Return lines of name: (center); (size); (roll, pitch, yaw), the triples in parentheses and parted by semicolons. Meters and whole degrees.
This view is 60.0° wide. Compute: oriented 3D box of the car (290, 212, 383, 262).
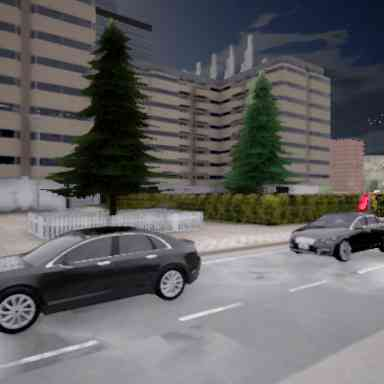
car: (5.650, 1.520, 12.310); (4.902, 1.511, 2.128); (0, 0, -35)

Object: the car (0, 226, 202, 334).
car: (-2.061, 1.511, 6.842); (4.892, 1.490, 1.837); (0, 0, -35)
